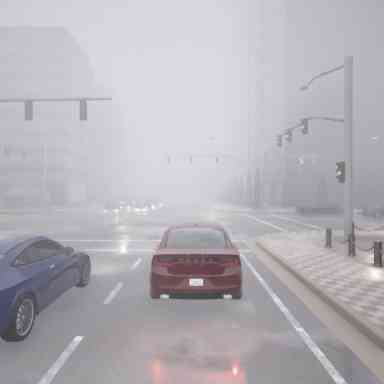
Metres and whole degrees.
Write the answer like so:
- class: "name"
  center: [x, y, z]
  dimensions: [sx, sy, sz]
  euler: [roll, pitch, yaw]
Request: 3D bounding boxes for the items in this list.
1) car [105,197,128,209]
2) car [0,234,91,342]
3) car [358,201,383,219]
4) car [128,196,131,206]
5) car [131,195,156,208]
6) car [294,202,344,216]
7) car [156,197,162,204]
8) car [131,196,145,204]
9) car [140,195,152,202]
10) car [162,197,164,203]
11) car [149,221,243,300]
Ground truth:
- class: "car"
  center: [-10.520, 1.505, 45.539]
  dimensions: [1.837, 1.490, 4.892]
  euler: [0, 0, 0]
- class: "car"
  center: [-3.419, 1.526, 6.352]
  dimensions: [1.812, 1.442, 4.674]
  euler: [0, 0, 0]
- class: "car"
  center: [16.327, 1.436, 27.364]
  dimensions: [4.902, 1.511, 2.128]
  euler: [0, 0, 0]
- class: "car"
  center: [-10.494, 1.491, 54.767]
  dimensions: [2.128, 1.511, 4.902]
  euler: [0, 0, 0]
- class: "car"
  center: [-7.013, 1.491, 48.626]
  dimensions: [2.128, 1.511, 4.902]
  euler: [0, 0, 0]
- class: "car"
  center: [12.036, 1.545, 30.908]
  dimensions: [4.718, 1.301, 1.895]
  euler: [0, 0, 1]
- class: "car"
  center: [-6.979, 1.491, 57.933]
  dimensions: [2.128, 1.511, 4.902]
  euler: [0, 0, 0]
- class: "car"
  center: [-10.425, 1.564, 64.765]
  dimensions: [1.994, 1.385, 4.181]
  euler: [0, 0, 1]
- class: "car"
  center: [-10.371, 1.478, 75.152]
  dimensions: [1.882, 1.535, 5.008]
  euler: [0, 0, 0]
- class: "car"
  center: [-6.889, 1.601, 68.224]
  dimensions: [1.895, 1.301, 4.718]
  euler: [0, 0, 0]
- class: "car"
  center: [0.094, 1.478, 8.481]
  dimensions: [1.882, 1.535, 5.008]
  euler: [0, 0, 0]
